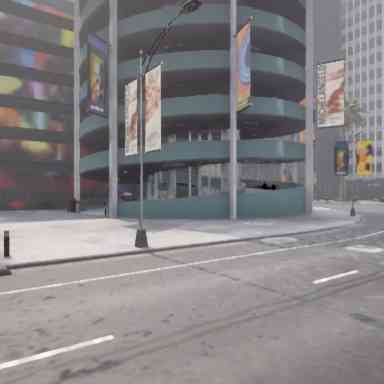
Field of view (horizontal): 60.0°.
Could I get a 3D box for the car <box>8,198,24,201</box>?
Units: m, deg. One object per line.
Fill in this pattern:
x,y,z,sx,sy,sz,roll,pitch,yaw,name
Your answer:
-27.085,1.458,51.313,1.895,1.301,4.718,0,0,-36,car

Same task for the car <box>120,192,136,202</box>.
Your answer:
-12.568,1.024,62.809,2.435,2.045,5.566,0,0,-36,car
